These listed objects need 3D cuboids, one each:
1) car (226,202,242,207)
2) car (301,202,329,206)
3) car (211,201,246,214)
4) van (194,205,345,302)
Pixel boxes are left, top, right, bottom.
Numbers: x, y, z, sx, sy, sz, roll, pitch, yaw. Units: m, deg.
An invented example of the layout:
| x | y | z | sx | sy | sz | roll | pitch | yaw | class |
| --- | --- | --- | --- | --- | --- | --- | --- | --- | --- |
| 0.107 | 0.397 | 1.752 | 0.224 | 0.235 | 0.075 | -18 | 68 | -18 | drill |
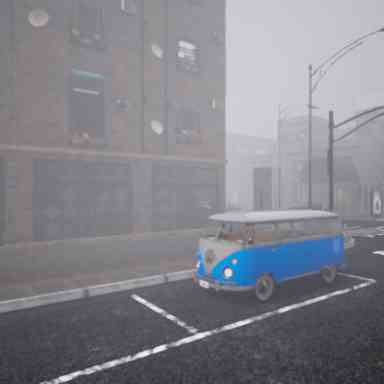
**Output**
| x | y | z | sx | sy | sz | roll | pitch | yaw | class |
| --- | --- | --- | --- | --- | --- | --- | --- | --- | --- |
| 3.218 | 1.691 | 31.867 | 2.128 | 1.511 | 4.902 | 0 | 0 | -35 | car |
| 10.903 | 1.591 | 30.813 | 1.967 | 1.590 | 4.097 | -1 | 0 | -35 | car |
| 4.357 | 1.826 | 40.137 | 1.802 | 1.307 | 4.206 | -1 | 0 | -35 | car |
| 1.963 | 1.345 | 7.962 | 3.998 | 1.788 | 1.690 | 0 | 0 | -35 | van |
